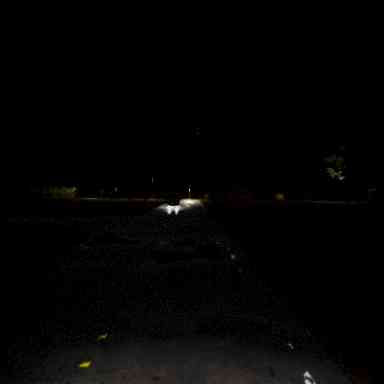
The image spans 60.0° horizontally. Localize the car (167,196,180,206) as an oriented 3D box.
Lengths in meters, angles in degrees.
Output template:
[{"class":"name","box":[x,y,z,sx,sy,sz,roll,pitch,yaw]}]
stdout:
[{"class":"car","box":[-2.756,1.326,50.135,2.128,1.511,4.902,0,1,0]}]
